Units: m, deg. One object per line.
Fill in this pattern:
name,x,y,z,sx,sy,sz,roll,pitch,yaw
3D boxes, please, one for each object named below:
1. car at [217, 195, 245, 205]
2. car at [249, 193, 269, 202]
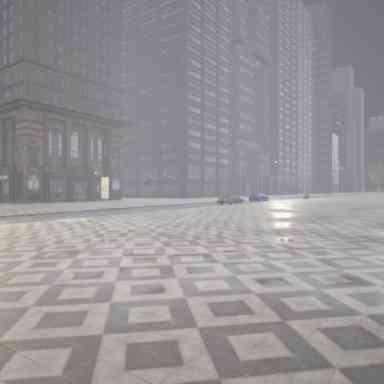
car,5.544,1.064,47.133,2.033,1.411,5.357,0,1,36
car,11.160,0.906,55.108,1.882,1.535,5.008,0,1,35
